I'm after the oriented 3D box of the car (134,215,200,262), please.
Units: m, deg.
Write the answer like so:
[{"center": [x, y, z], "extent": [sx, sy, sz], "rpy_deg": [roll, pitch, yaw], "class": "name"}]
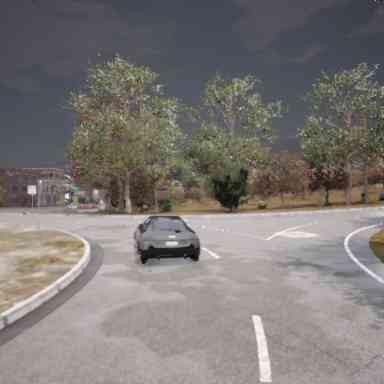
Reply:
[{"center": [-1.019, 1.539, 12.147], "extent": [1.994, 1.385, 4.181], "rpy_deg": [0, 0, -11], "class": "car"}]
